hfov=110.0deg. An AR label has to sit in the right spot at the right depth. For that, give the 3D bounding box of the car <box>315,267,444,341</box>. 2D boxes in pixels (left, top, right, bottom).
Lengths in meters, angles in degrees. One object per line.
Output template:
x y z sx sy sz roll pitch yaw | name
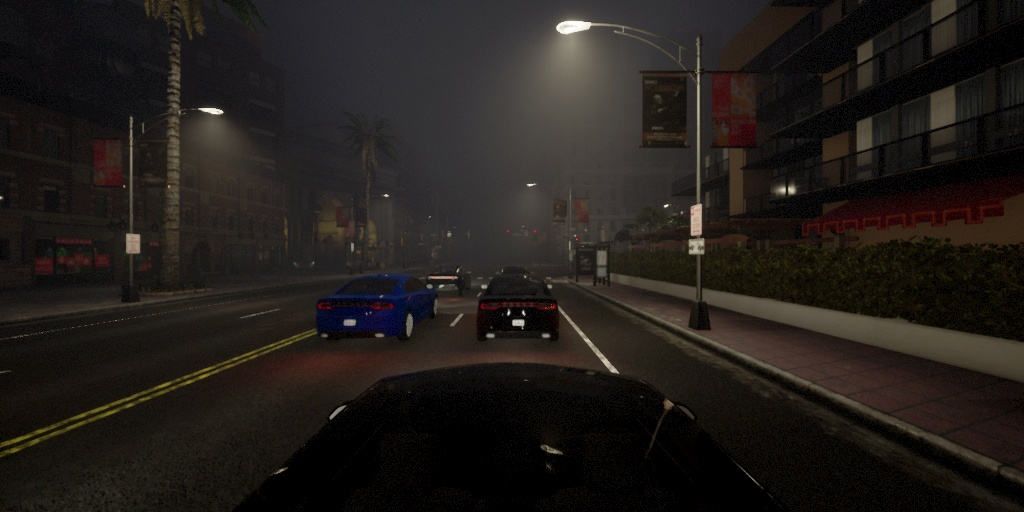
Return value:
-3.359 1.226 9.889 1.882 1.535 5.008 0 0 0 | car

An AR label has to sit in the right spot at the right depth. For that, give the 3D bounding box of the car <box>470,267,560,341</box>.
0.137 1.226 9.854 1.882 1.535 5.008 0 0 0 | car

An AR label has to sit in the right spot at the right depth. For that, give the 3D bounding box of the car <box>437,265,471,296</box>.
-3.331 1.238 19.394 2.128 1.511 4.902 0 0 0 | car
